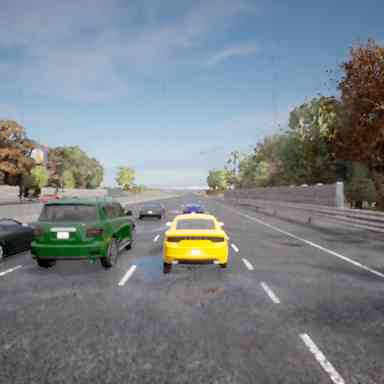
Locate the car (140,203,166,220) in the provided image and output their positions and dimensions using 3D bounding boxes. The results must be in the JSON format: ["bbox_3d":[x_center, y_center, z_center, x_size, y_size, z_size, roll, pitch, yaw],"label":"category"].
[{"bbox_3d":[-3.392,1.621,29.126,1.994,1.385,4.181,0,0,0],"label":"car"}]

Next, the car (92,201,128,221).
[{"bbox_3d":[-6.894,1.560,28.517,1.837,1.490,4.892,0,0,0],"label":"car"}]

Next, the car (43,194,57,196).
[{"bbox_3d":[-27.988,1.372,65.220,2.150,2.045,5.566,0,0,0],"label":"car"}]

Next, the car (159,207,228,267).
[{"bbox_3d":[0.103,1.497,11.515,1.882,1.535,5.008,0,0,0],"label":"car"}]

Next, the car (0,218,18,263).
[{"bbox_3d":[-6.898,1.583,11.628,1.994,1.385,4.181,0,0,0],"label":"car"}]

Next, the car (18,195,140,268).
[{"bbox_3d":[-3.397,1.241,11.443,2.150,2.045,5.566,0,0,0],"label":"car"}]

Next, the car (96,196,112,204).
[{"bbox_3d":[-17.489,1.626,66.091,1.882,1.535,5.008,0,0,0],"label":"car"}]

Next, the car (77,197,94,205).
[{"bbox_3d":[-20.987,1.672,65.665,1.812,1.442,4.674,0,0,0],"label":"car"}]

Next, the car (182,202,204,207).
[{"bbox_3d":[0.105,1.584,29.599,1.812,1.442,4.674,0,0,0],"label":"car"}]
